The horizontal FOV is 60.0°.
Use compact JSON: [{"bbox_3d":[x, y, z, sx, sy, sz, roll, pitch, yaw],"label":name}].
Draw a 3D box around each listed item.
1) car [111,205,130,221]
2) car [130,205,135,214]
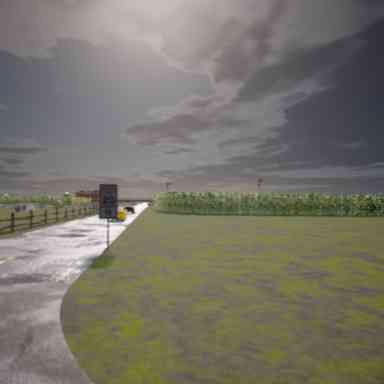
[{"bbox_3d":[-8.546,2.462,37.949,1.882,1.535,5.008,0,-2,-7],"label":"car"},{"bbox_3d":[-11.004,3.039,57.956,1.837,1.490,4.892,0,-2,-7],"label":"car"}]
